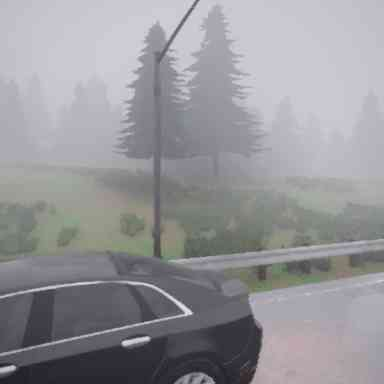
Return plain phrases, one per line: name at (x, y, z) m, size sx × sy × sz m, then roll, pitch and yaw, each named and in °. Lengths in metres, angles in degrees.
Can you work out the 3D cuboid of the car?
car at (-1.649, 1.417, 3.081) m, size 4.892 × 1.490 × 1.837 m, roll -1°, pitch 2°, yaw -25°
